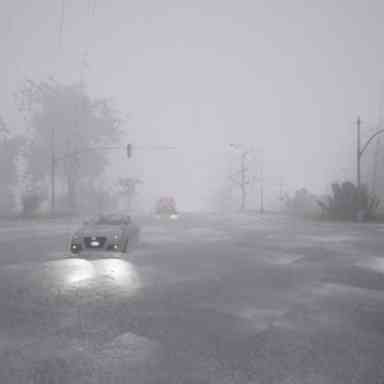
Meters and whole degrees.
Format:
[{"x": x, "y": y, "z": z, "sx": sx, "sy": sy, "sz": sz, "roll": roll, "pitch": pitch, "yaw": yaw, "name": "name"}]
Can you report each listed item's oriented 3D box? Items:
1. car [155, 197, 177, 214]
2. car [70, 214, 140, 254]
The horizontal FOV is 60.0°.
[{"x": -2.953, "y": 1.612, "z": 38.699, "sx": 2.150, "sy": 2.045, "sz": 5.566, "roll": 0, "pitch": 0, "yaw": 0, "name": "car"}, {"x": -3.316, "y": 1.580, "z": 13.403, "sx": 1.994, "sy": 1.385, "sz": 4.181, "roll": 0, "pitch": 0, "yaw": 1, "name": "car"}]
